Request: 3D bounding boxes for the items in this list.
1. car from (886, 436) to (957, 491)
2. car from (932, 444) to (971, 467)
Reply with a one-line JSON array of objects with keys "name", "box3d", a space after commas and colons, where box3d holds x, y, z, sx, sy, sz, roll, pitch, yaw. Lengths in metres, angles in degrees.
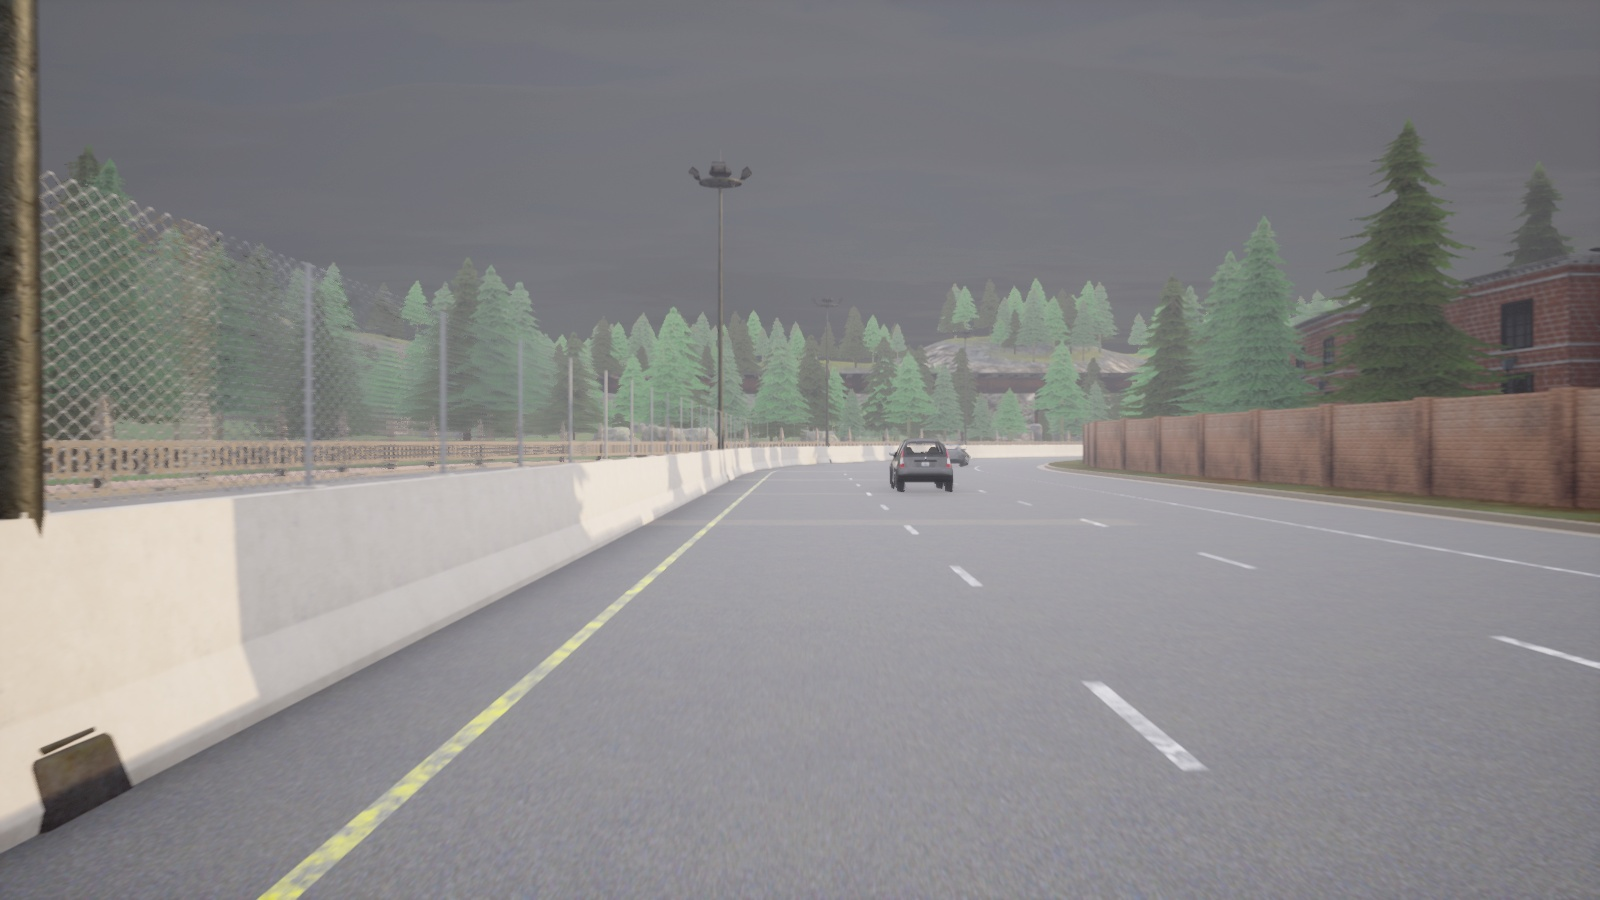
[{"name": "car", "box3d": [3.736, 0.396, 39.189, 1.851, 1.617, 3.988, 0, 0, 0]}, {"name": "car", "box3d": [9.389, 0.319, 77.659, 1.994, 1.385, 4.181, 0, 0, 12]}]
